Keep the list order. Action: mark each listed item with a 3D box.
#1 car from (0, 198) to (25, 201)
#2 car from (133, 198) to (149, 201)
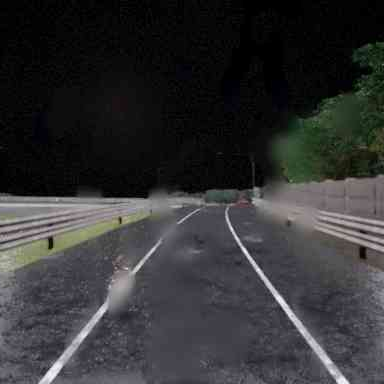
[{"bbox_3d":[-33.734,1.572,62.232,5.357,1.411,2.033,1,-3,-21],"label":"car"},{"bbox_3d":[-10.864,2.041,74.332,4.553,1.767,2.097,2,-4,-35],"label":"car"}]
